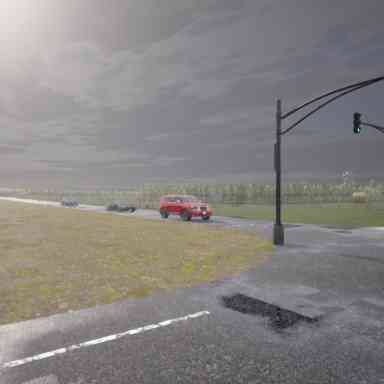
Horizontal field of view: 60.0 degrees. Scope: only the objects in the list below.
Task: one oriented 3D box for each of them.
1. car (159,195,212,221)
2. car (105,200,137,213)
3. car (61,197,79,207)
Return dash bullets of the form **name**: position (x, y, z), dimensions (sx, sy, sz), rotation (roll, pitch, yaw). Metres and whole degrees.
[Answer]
- **car**: position (-0.670, 1.256, 27.755), dimensions (2.150, 2.045, 5.566), rotation (0, 0, -36)
- **car**: position (-8.212, 1.608, 38.130), dimensions (2.033, 1.411, 5.357), rotation (0, 0, -36)
- **car**: position (-20.173, 1.607, 54.747), dimensions (1.837, 1.490, 4.892), rotation (0, -1, -36)
